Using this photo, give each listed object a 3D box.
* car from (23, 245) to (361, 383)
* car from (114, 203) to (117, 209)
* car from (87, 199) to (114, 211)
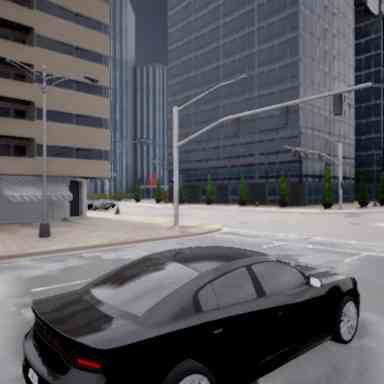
[{"bbox_3d":[0.486,1.485,4.574,5.008,1.535,1.882,0,0,-40],"label":"car"},{"bbox_3d":[-13.084,1.746,49.083,2.033,1.411,5.357,0,0,-43],"label":"car"},{"bbox_3d":[-12.395,1.750,43.164,1.994,1.385,4.181,0,0,-43],"label":"car"}]
